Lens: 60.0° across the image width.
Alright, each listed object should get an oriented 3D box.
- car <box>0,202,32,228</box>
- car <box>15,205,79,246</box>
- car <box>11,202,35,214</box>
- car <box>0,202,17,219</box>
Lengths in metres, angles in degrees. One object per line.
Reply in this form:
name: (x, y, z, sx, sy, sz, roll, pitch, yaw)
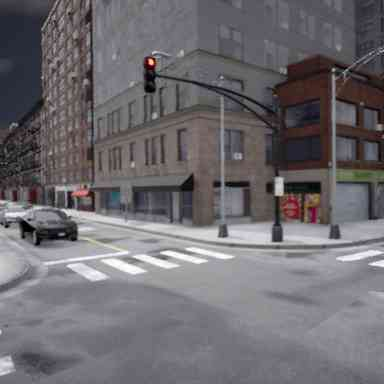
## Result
car: (-12.988, 1.733, 24.651, 1.812, 1.442, 4.674, -1, 0, -36)
car: (-7.199, 1.606, 16.578, 1.882, 1.535, 5.008, -1, 0, -37)
car: (-20.893, 1.899, 41.105, 1.895, 1.301, 4.718, -1, 0, -36)
car: (-18.836, 1.776, 32.786, 2.128, 1.511, 4.902, -1, 0, -36)
